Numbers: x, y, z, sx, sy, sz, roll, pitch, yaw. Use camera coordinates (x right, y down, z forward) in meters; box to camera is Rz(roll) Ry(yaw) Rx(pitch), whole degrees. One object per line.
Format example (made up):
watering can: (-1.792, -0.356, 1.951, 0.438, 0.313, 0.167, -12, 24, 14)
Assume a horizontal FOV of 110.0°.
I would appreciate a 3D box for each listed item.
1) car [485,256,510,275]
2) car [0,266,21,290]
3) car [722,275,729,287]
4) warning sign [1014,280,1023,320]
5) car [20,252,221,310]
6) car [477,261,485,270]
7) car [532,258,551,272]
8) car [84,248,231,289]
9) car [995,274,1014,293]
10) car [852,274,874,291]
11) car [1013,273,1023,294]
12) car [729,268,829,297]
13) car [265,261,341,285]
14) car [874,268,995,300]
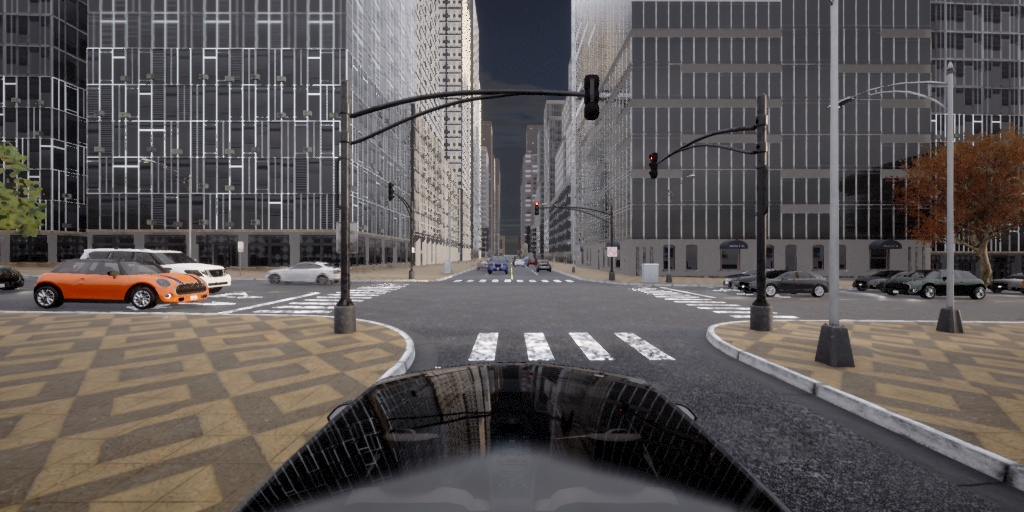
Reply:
car: (-1.487, 0.988, 39.979, 2.150, 2.045, 5.566, 0, 0, 0)
car: (-24.623, 0.675, 15.615, 4.553, 1.767, 2.097, 1, 0, -3)
car: (16.897, 1.570, 24.223, 4.902, 1.511, 2.128, 1, 0, -3)
warning sign: (17.279, 1.204, 11.527, 1.060, 1.860, 1.300, 0, 0, -3)
car: (-13.727, 0.876, 12.856, 4.553, 1.767, 2.097, 1, 0, -3)
car: (-4.001, 1.343, 50.833, 1.802, 1.307, 4.207, 0, 0, 0)
car: (3.949, 1.329, 45.336, 1.948, 1.339, 4.313, 0, 0, 0)
car: (-15.928, 0.704, 16.009, 5.566, 2.045, 2.150, 1, 0, -3)
car: (36.439, 1.933, 25.108, 4.892, 1.490, 1.837, 1, 0, -2)
car: (26.281, 1.751, 24.651, 4.892, 1.490, 1.837, 1, 0, -3)
car: (34.564, 1.943, 21.772, 5.357, 1.411, 2.033, 1, 0, -2)
car: (15.808, 1.564, 20.930, 4.892, 1.490, 1.837, 1, 0, -4)
car: (-12.956, 1.060, 22.762, 4.674, 1.442, 1.812, 1, 0, -3)
car: (24.979, 1.576, 21.337, 4.553, 1.767, 2.097, 1, 0, -3)
